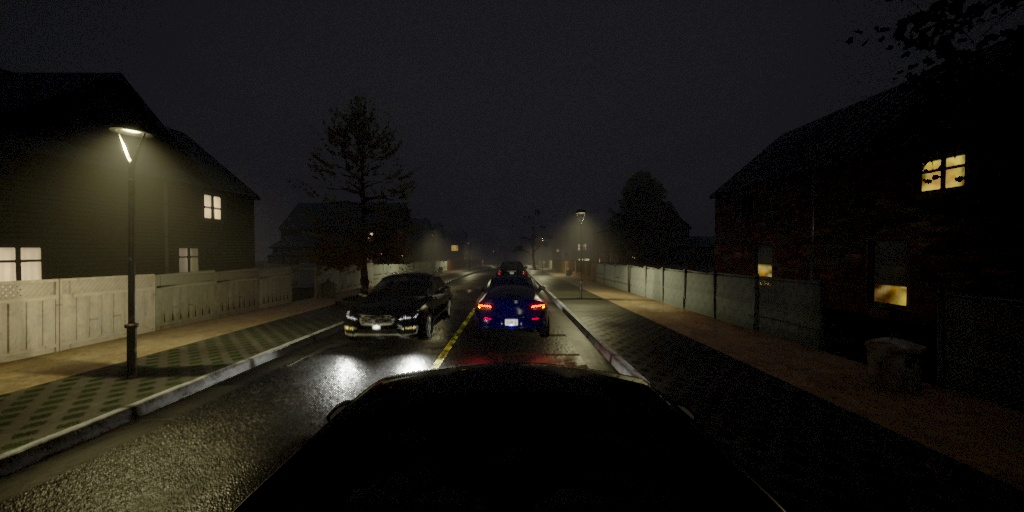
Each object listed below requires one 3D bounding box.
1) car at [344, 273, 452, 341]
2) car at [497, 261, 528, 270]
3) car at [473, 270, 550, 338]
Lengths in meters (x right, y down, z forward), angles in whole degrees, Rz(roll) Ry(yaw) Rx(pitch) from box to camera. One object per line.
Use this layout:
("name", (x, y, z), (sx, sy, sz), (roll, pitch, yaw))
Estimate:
("car", (-2.865, 1.254, 9.994), (1.837, 1.490, 4.892), (0, 0, 0))
("car", (0.008, 1.122, 24.992), (2.097, 1.767, 4.553), (0, 0, 1))
("car", (-0.015, 1.275, 10.072), (1.812, 1.442, 4.674), (0, 0, 0))
